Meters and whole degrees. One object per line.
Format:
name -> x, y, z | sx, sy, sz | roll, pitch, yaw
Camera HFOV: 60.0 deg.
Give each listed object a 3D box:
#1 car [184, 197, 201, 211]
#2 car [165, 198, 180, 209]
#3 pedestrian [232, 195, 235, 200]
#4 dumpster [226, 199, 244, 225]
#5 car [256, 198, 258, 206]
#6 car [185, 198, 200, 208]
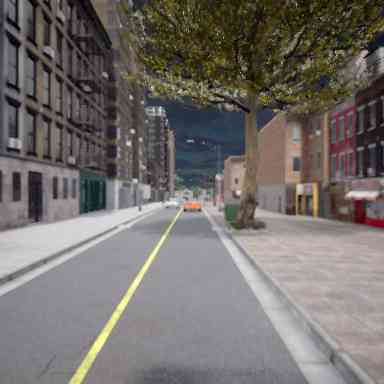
car -> 0.059, 1.432, 41.080 | 2.097, 1.767, 4.553 | 0, 0, 0
car -> -2.797, 1.665, 47.849 | 1.812, 1.442, 4.674 | 0, -1, 1
pedestrian -> 3.007, 1.140, 24.329 | 0.375, 1.860, 0.375 | 0, 0, -10
dumpster -> 3.008, 1.391, 23.325 | 1.020, 1.700, 1.940 | 0, 0, 0
car -> 10.807, 1.842, 58.620 | 5.009, 1.841, 2.192 | 1, -1, 0
car -> 0.137, 1.683, 51.734 | 1.837, 1.490, 4.892 | 0, -1, 4
